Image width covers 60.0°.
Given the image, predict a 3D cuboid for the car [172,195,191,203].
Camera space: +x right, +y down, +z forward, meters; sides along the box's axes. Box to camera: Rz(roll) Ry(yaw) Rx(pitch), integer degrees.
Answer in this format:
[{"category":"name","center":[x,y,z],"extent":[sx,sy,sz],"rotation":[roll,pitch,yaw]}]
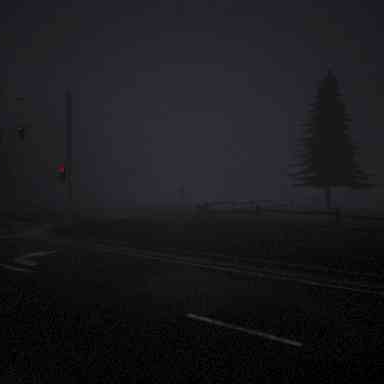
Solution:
[{"category":"car","center":[-2.163,1.409,67.657],"extent":[2.128,1.511,4.902],"rotation":[0,0,35]}]

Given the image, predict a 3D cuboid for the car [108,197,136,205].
[{"category":"car","center":[-11.460,1.508,54.445],"extent":[1.895,1.301,4.718],"rotation":[0,0,35]}]
